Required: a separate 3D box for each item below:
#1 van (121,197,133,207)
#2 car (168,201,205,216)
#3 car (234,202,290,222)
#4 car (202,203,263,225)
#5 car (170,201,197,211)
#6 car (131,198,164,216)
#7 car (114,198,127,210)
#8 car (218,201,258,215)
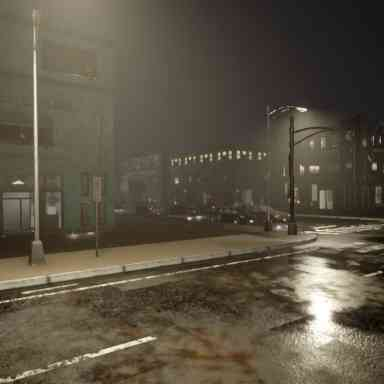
[{"bbox_3d":[-10.851,1.911,60.592,1.690,1.788,3.998,-1,0,-35],"label":"van"},{"bbox_3d":[-0.916,1.912,36.682,1.994,1.385,4.181,-1,0,-36],"label":"car"},{"bbox_3d":[5.531,1.768,27.634,2.033,1.411,5.357,-1,0,-36],"label":"car"},{"bbox_3d":[3.125,1.817,26.322,1.947,1.339,4.313,-1,0,-35],"label":"car"},{"bbox_3d":[-1.211,1.970,47.067,1.802,1.307,4.206,-1,0,-35],"label":"car"},{"bbox_3d":[-4.829,1.849,37.695,1.967,1.590,4.097,-1,0,-35],"label":"car"},{"bbox_3d":[-12.880,2.126,53.618,2.033,1.411,5.357,-1,0,-35],"label":"car"},{"bbox_3d":[5.209,1.814,38.050,2.008,1.369,4.403,-2,0,-35],"label":"car"}]
